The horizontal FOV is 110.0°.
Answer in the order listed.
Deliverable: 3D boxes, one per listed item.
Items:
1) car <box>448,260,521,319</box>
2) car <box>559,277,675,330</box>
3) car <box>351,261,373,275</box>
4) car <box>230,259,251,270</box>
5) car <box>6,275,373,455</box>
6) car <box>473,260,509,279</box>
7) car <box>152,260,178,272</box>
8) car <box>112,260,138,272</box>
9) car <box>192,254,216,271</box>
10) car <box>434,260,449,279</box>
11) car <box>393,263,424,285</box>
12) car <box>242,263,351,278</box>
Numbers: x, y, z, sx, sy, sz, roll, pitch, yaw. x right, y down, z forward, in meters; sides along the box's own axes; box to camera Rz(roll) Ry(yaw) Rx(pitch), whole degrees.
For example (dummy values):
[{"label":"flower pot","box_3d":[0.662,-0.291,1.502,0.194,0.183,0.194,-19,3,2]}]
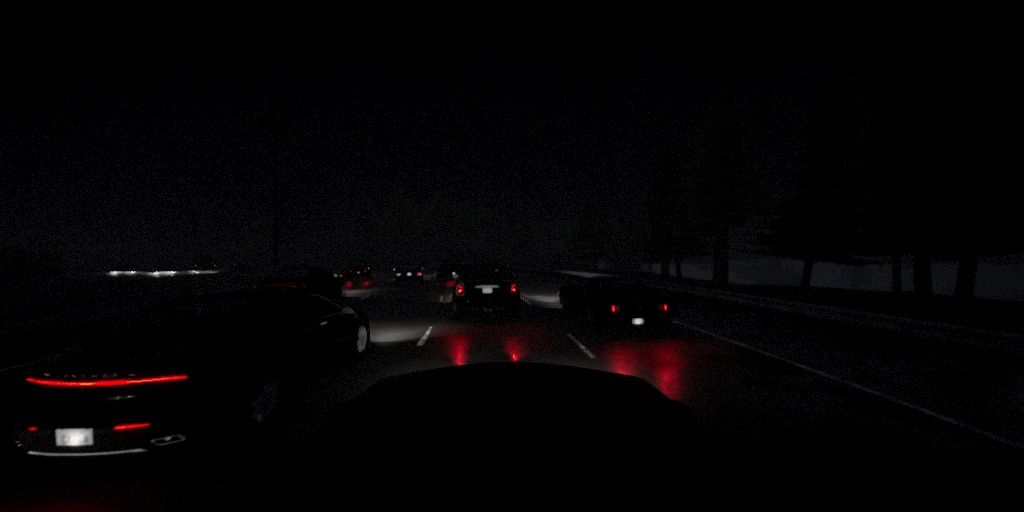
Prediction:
[{"label":"car","box_3d":[-1.008,1.022,12.626,2.097,1.767,4.553,0,0,-8]},{"label":"car","box_3d":[2.806,1.270,10.850,1.895,1.301,4.718,0,0,-6]},{"label":"car","box_3d":[-12.865,1.108,30.223,1.812,1.442,4.674,0,0,-21]},{"label":"car","box_3d":[-35.081,1.073,46.289,1.812,1.442,4.674,-1,1,-41]},{"label":"car","box_3d":[-3.757,1.242,5.425,1.837,1.490,4.892,0,1,-2]},{"label":"car","box_3d":[-1.866,1.100,30.643,1.994,1.385,4.181,0,0,-19]},{"label":"car","box_3d":[-40.909,1.164,42.368,1.994,1.385,4.181,-1,1,-41]},{"label":"car","box_3d":[-46.517,1.184,43.131,4.181,1.385,1.994,0,1,45]},{"label":"car","box_3d":[-40.345,0.764,46.926,2.150,2.045,5.566,-1,1,-44]},{"label":"car","box_3d":[-5.251,1.060,29.852,1.837,1.490,4.892,0,0,-20]},{"label":"car","box_3d":[-7.047,1.151,24.422,2.033,1.411,5.357,0,0,-17]},{"label":"car","box_3d":[-8.310,1.163,14.431,1.882,1.535,5.008,0,0,-9]}]
